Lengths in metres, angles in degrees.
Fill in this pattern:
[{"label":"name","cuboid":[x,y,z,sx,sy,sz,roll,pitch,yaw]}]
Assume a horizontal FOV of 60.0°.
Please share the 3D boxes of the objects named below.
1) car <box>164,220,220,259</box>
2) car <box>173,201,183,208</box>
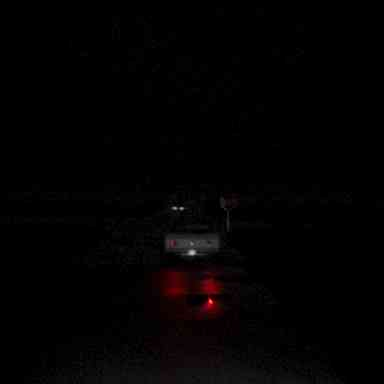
[{"label":"car","cuboid":[0.022,1.752,13.252,1.895,1.301,4.718,0,-1,1]},{"label":"car","cuboid":[-2.740,2.516,67.849,2.033,1.411,5.357,0,-1,0]}]
